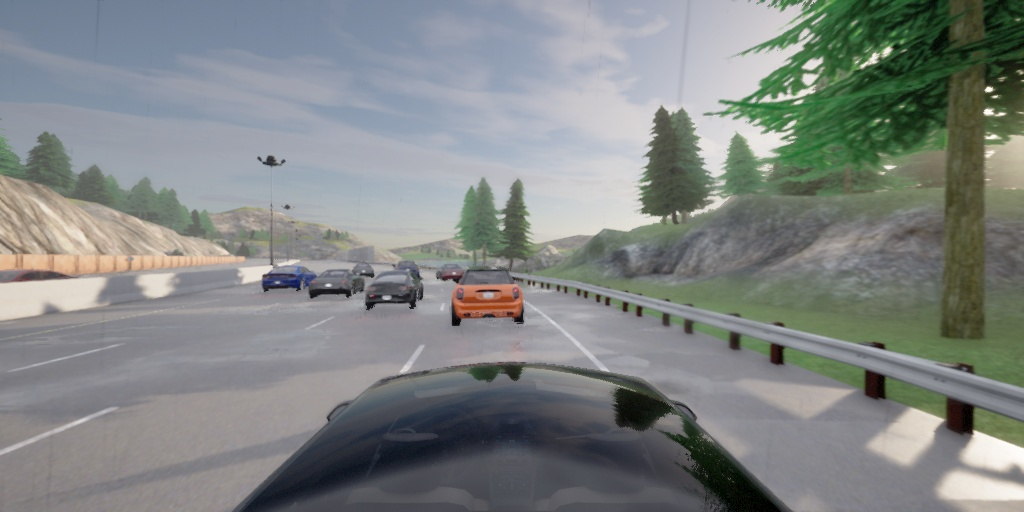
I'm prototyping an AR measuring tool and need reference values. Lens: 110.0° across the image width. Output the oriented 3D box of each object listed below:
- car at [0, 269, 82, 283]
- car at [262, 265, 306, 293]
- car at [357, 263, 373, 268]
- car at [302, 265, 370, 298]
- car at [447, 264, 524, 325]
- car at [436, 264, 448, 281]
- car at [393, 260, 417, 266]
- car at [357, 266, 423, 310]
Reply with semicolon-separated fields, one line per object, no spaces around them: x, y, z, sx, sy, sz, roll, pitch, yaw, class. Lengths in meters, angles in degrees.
-22.746;1.367;16.386;1.882;1.535;5.008;0;0;-13;car
-13.511;1.314;22.051;1.882;1.535;5.008;0;0;-15;car
-14.823;1.421;35.674;1.994;1.385;4.181;0;0;-24;car
-9.179;1.376;19.096;1.994;1.385;4.181;0;0;-12;car
-0.911;1.118;12.087;2.097;1.767;4.553;0;0;-7;car
-5.310;1.371;30.743;1.994;1.385;4.181;0;0;-19;car
-9.582;1.181;32.268;2.097;1.767;4.553;0;0;-21;car
-4.784;1.313;14.977;1.812;1.442;4.674;0;0;-9;car
